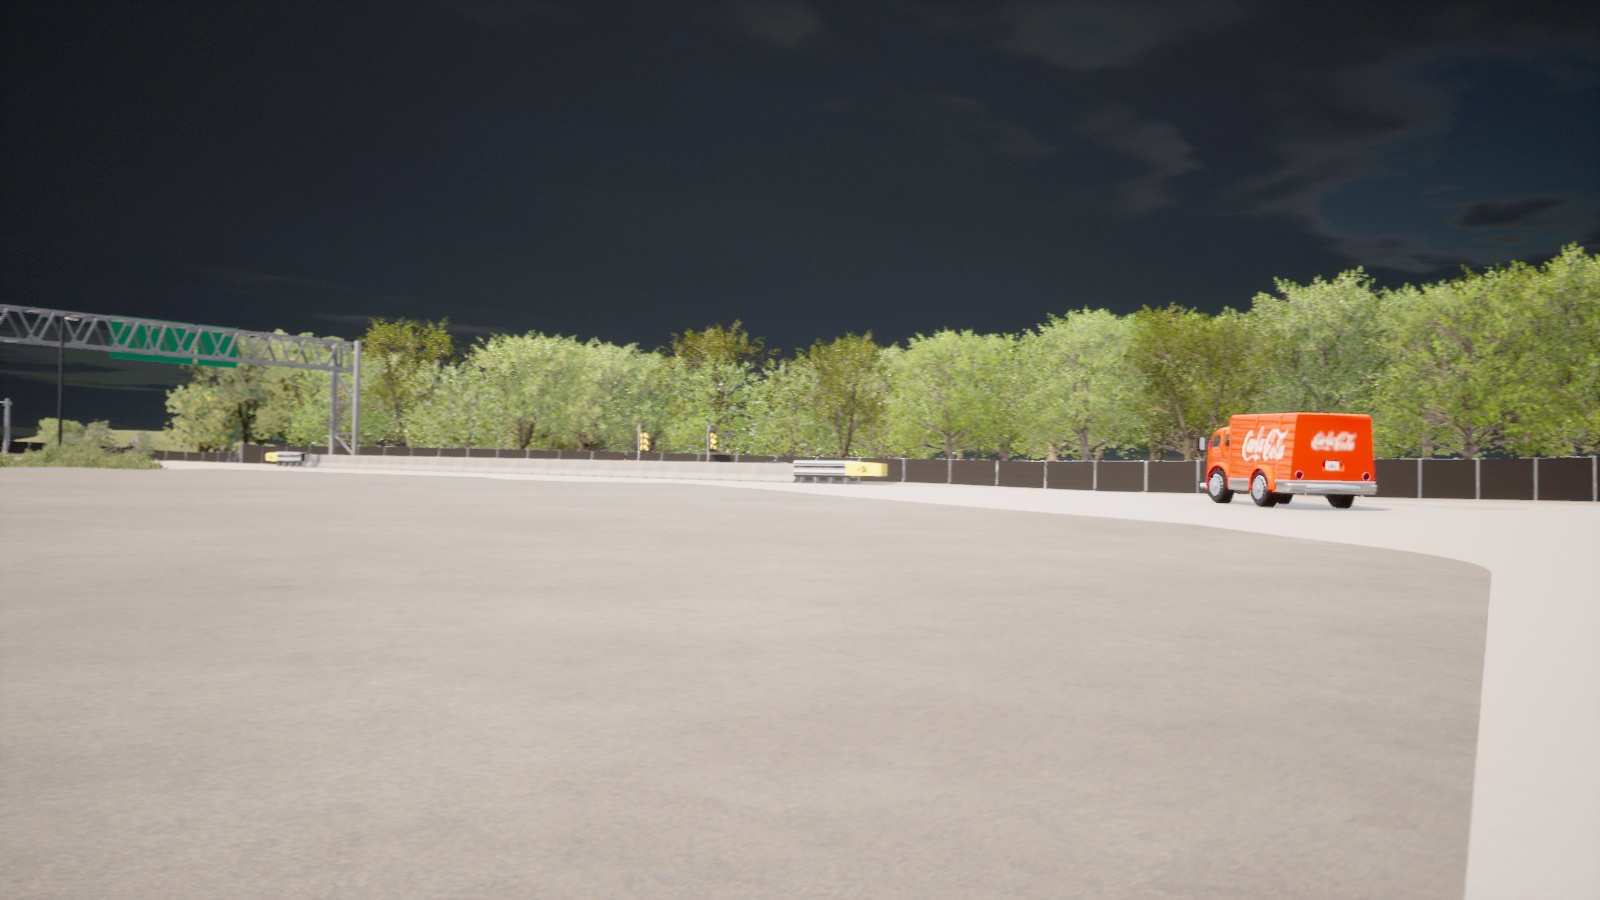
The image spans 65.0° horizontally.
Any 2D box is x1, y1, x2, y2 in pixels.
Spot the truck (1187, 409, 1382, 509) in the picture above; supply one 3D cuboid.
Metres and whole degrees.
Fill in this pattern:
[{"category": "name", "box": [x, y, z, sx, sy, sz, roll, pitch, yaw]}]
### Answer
[{"category": "truck", "box": [12.926, 0.234, 33.947, 2.627, 2.467, 5.204, 1, 0, -9]}]
